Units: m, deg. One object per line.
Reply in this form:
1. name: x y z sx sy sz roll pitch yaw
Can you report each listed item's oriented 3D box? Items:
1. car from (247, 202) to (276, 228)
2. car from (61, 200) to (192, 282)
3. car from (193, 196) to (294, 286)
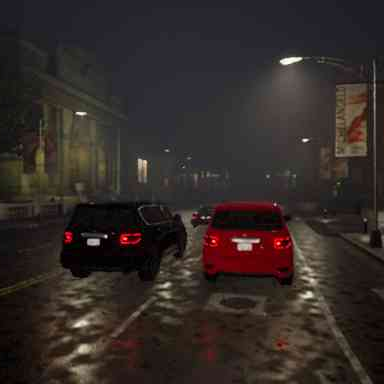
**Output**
1. car: 5.200 1.606 24.491 1.882 1.535 5.008 0 0 13
2. car: -1.699 1.268 10.172 2.150 2.045 5.566 0 -1 11
3. car: 1.742 1.276 9.846 2.150 2.045 5.566 0 0 13
